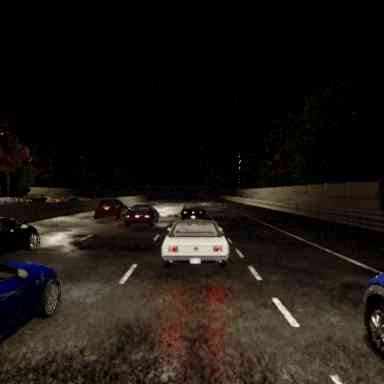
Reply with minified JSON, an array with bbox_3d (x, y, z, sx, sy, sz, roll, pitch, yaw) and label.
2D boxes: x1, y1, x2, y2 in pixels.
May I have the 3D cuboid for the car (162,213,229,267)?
[{"bbox_3d":[0.098,1.612,11.379,1.895,1.301,4.718,0,0,0],"label":"car"}]

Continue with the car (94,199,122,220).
[{"bbox_3d":[-6.912,1.387,29.037,2.097,1.767,4.553,0,0,0],"label":"car"}]

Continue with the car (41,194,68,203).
[{"bbox_3d":[-21.076,1.423,52.013,2.097,1.767,4.553,0,0,0],"label":"car"}]

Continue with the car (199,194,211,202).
[{"bbox_3d":[3.467,1.641,77.793,2.128,1.511,4.902,0,0,0],"label":"car"}]

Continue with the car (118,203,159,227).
[{"bbox_3d":[-3.409,1.574,23.256,2.033,1.411,5.357,0,0,0],"label":"car"}]

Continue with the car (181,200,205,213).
[{"bbox_3d":[0.091,1.634,27.849,1.895,1.301,4.718,0,0,0],"label":"car"}]

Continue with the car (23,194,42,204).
[{"bbox_3d":[-24.571,1.290,51.686,2.150,2.045,5.566,0,0,1],"label":"car"}]

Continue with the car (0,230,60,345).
[{"bbox_3d":[-3.401,1.529,4.401,1.812,1.442,4.674,0,0,0],"label":"car"}]

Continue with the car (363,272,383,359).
[{"bbox_3d":[3.536,1.294,3.071,2.097,1.767,4.553,0,0,2],"label":"car"}]

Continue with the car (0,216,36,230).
[{"bbox_3d":[-6.905,1.515,11.108,1.837,1.490,4.892,0,0,0],"label":"car"}]

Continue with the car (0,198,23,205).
[{"bbox_3d":[-28.069,1.614,49.707,2.033,1.411,5.357,0,0,1],"label":"car"}]

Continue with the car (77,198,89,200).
[{"bbox_3d":[-17.567,1.622,53.758,2.033,1.411,5.357,0,0,1],"label":"car"}]
